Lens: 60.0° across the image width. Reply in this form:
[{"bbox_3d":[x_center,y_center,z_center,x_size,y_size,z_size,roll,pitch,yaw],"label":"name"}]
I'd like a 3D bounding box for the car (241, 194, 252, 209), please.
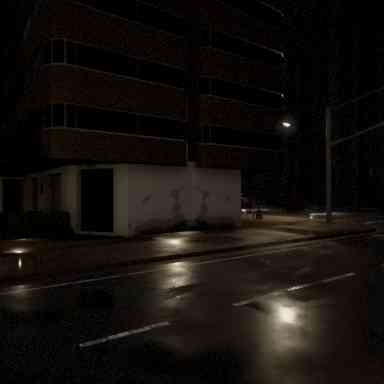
[{"bbox_3d":[6.104,1.477,45.844,1.882,1.535,5.008,0,0,-35],"label":"car"}]

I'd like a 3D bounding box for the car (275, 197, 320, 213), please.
[{"bbox_3d":[12.098,1.525,37.572,1.812,1.442,4.674,0,0,-36],"label":"car"}]

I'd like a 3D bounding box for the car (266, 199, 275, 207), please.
[{"bbox_3d":[12.976,1.490,48.583,2.128,1.511,4.902,0,0,-36],"label":"car"}]
